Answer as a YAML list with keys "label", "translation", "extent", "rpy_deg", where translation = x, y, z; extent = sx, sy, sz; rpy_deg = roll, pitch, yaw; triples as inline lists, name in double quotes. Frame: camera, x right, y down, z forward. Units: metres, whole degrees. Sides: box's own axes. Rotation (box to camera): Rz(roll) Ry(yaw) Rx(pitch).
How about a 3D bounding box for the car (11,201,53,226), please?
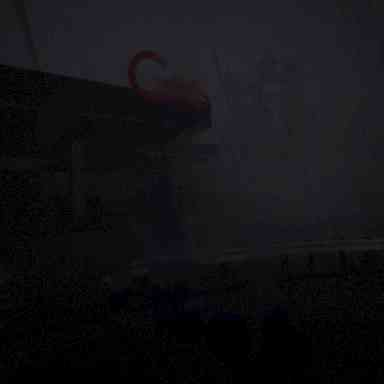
- label: "car"
  translation: [-9.867, 1.361, 21.889]
  extent: [3.633, 1.501, 1.845]
  rpy_deg: [-1, 0, -36]
